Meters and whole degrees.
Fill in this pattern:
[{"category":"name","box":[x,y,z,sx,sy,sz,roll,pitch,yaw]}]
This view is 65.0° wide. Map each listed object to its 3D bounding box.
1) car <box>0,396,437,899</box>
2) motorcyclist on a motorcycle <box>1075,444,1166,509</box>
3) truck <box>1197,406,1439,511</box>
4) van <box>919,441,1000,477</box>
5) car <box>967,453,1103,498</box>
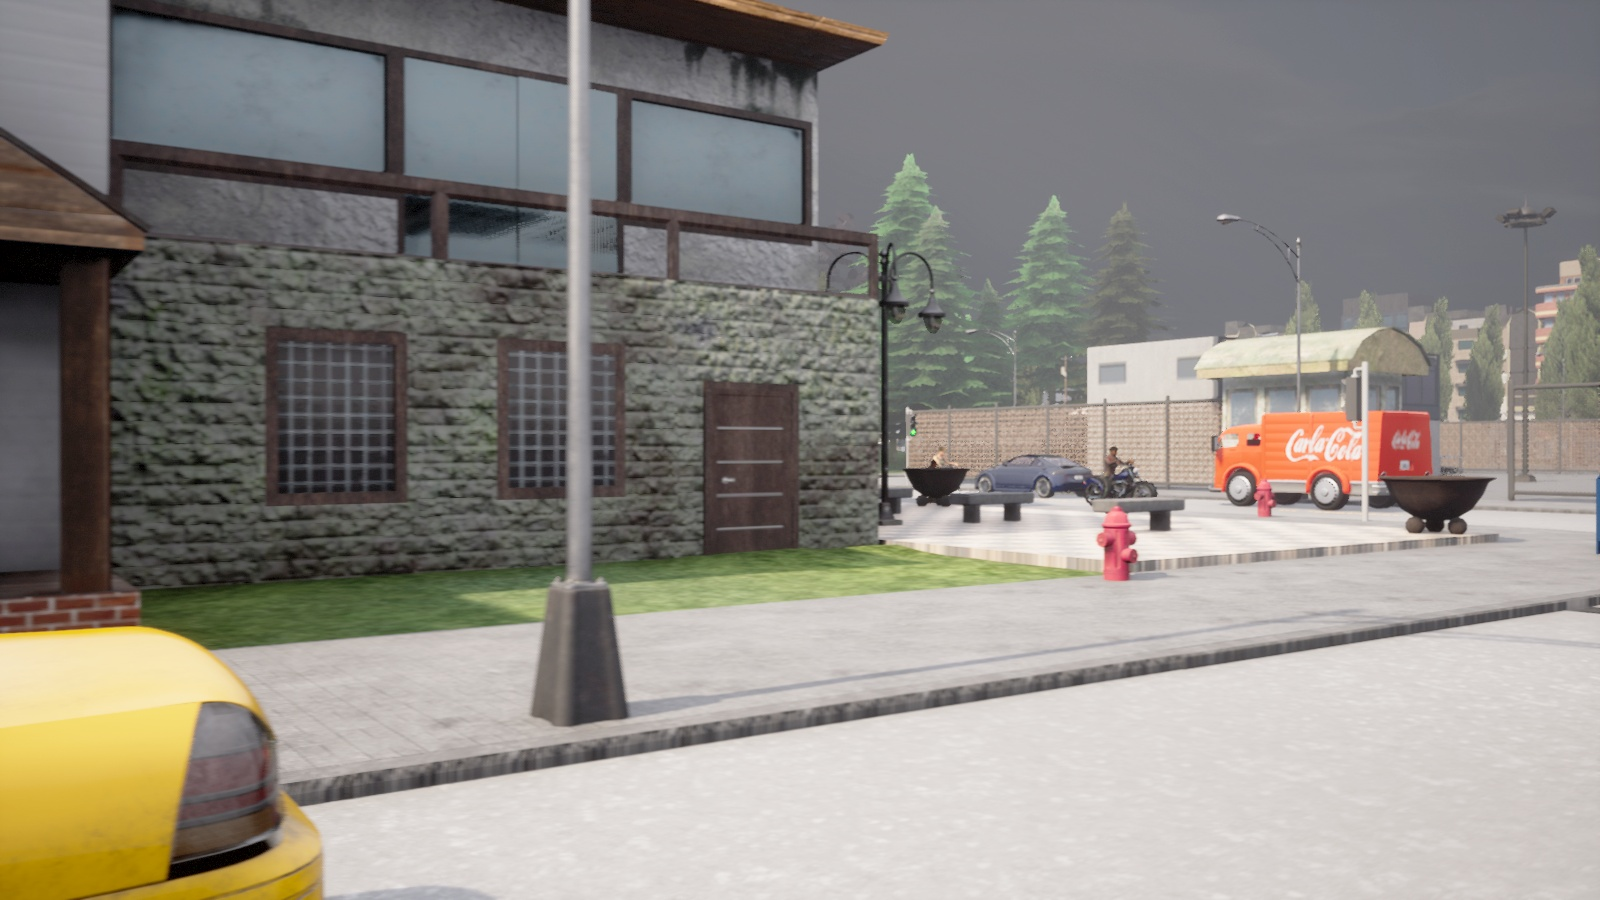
[{"category":"car","box":[-3.481,0.703,1.850,5.366,1.575,1.801,0,0,-35]},{"category":"motorcyclist on a motorcycle","box":[8.312,0.663,32.675,0.766,1.649,2.350,0,0,-35]},{"category":"truck","box":[13.253,0.200,32.476,2.627,2.467,5.204,0,0,-33]},{"category":"van","box":[8.983,0.474,70.608,4.442,1.987,1.775,0,0,-35]},{"category":"car","box":[7.548,0.783,40.650,1.994,1.385,4.181,0,0,-33]}]
